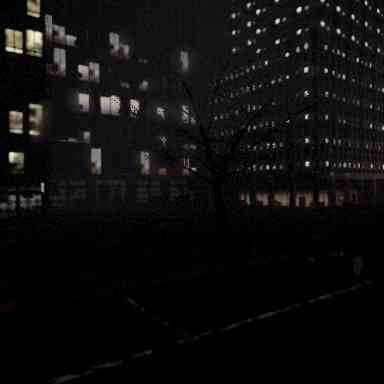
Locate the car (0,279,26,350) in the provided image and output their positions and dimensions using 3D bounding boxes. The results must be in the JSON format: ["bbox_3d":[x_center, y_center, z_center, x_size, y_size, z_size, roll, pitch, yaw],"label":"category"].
[{"bbox_3d":[-4.160,1.582,3.608,4.206,1.307,1.802,0,-1,-35],"label":"car"}]

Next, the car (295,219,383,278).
[{"bbox_3d":[4.998,1.547,10.143,4.507,1.381,1.887,0,-1,-35],"label":"car"}]
